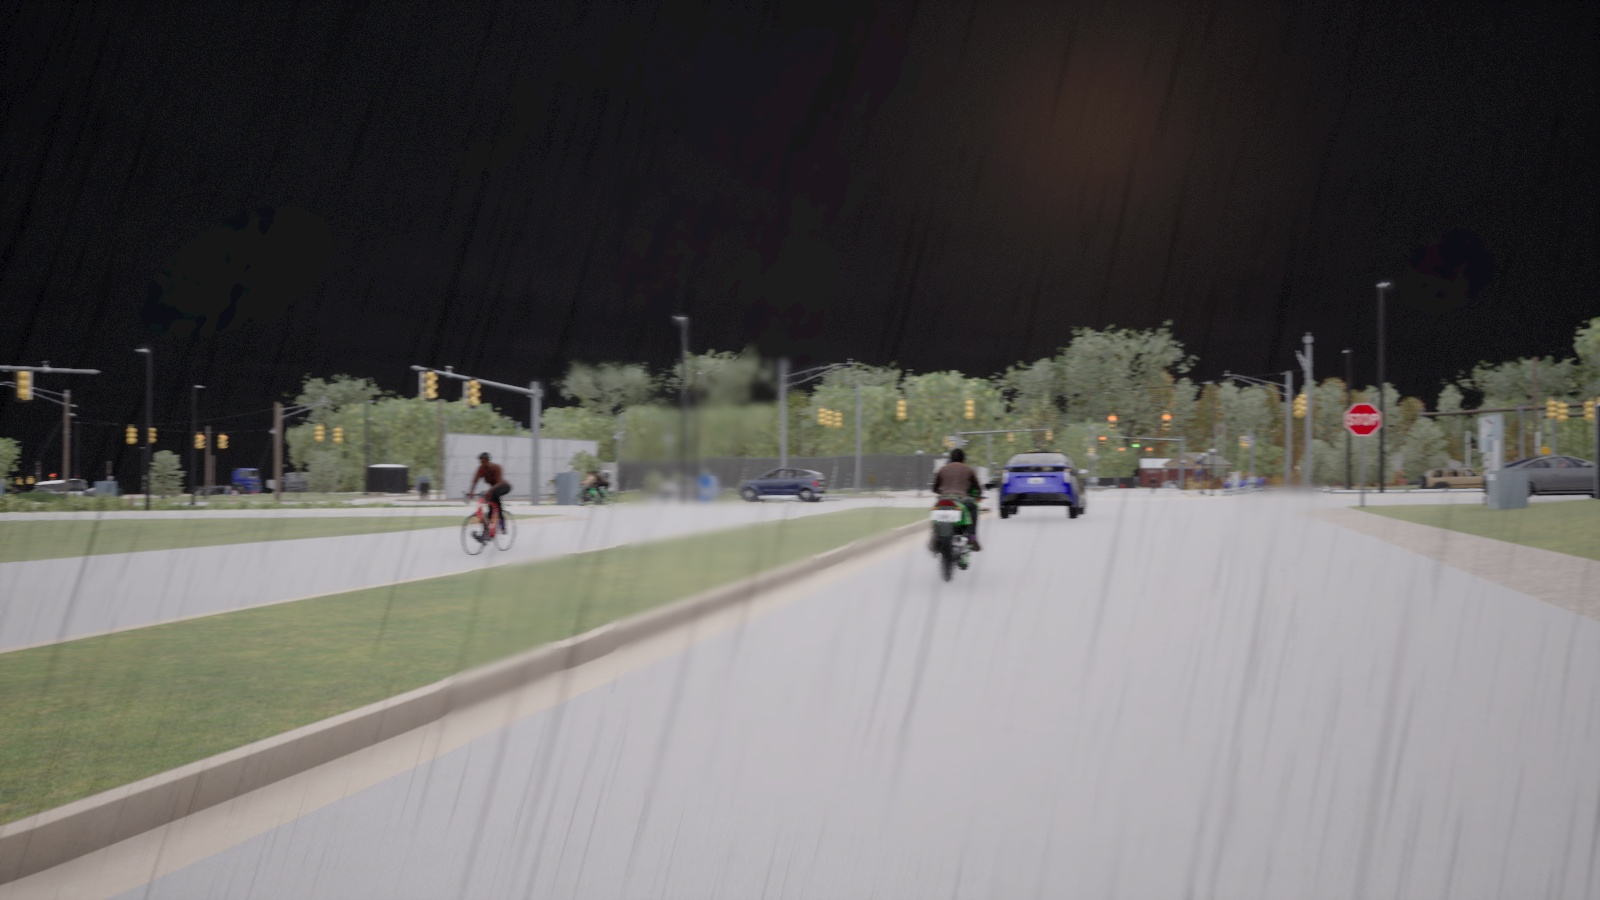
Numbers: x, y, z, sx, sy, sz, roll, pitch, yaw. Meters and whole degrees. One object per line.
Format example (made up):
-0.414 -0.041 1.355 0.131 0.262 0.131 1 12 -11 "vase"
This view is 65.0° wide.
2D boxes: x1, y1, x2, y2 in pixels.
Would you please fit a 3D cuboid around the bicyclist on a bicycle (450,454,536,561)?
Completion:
-4.869 0.880 20.029 0.582 1.620 1.656 0 0 16 "bicyclist on a bicycle"

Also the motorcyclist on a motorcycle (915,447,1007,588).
1.912 0.730 14.679 0.797 1.523 2.044 -1 0 15 "motorcyclist on a motorcycle"

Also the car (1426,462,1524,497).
39.268 1.696 73.173 4.605 1.855 1.932 -3 -1 15 "car"

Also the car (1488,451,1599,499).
23.387 0.746 37.927 4.181 1.385 1.994 -1 -1 15 "car"

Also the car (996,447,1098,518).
5.909 0.753 29.650 2.007 1.525 4.514 -1 -1 15 "car"

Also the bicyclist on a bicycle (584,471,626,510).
-8.358 1.728 53.935 1.656 1.620 0.582 -2 -1 15 "bicyclist on a bicycle"

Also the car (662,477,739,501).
-7.052 2.787 89.440 5.027 1.651 2.152 -1 -1 16 "car"

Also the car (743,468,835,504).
-0.476 1.591 55.408 3.705 1.549 1.789 -1 -2 15 "car"
